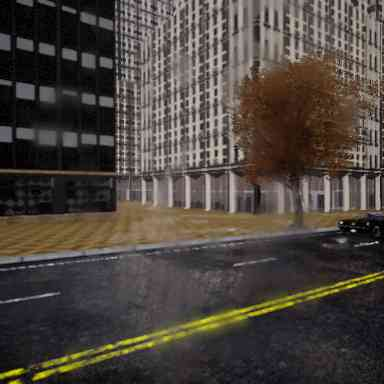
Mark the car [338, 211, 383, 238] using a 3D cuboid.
[{"bbox_3d":[10.455,1.783,19.126,4.718,1.301,1.895,1,0,-35],"label":"car"}]
